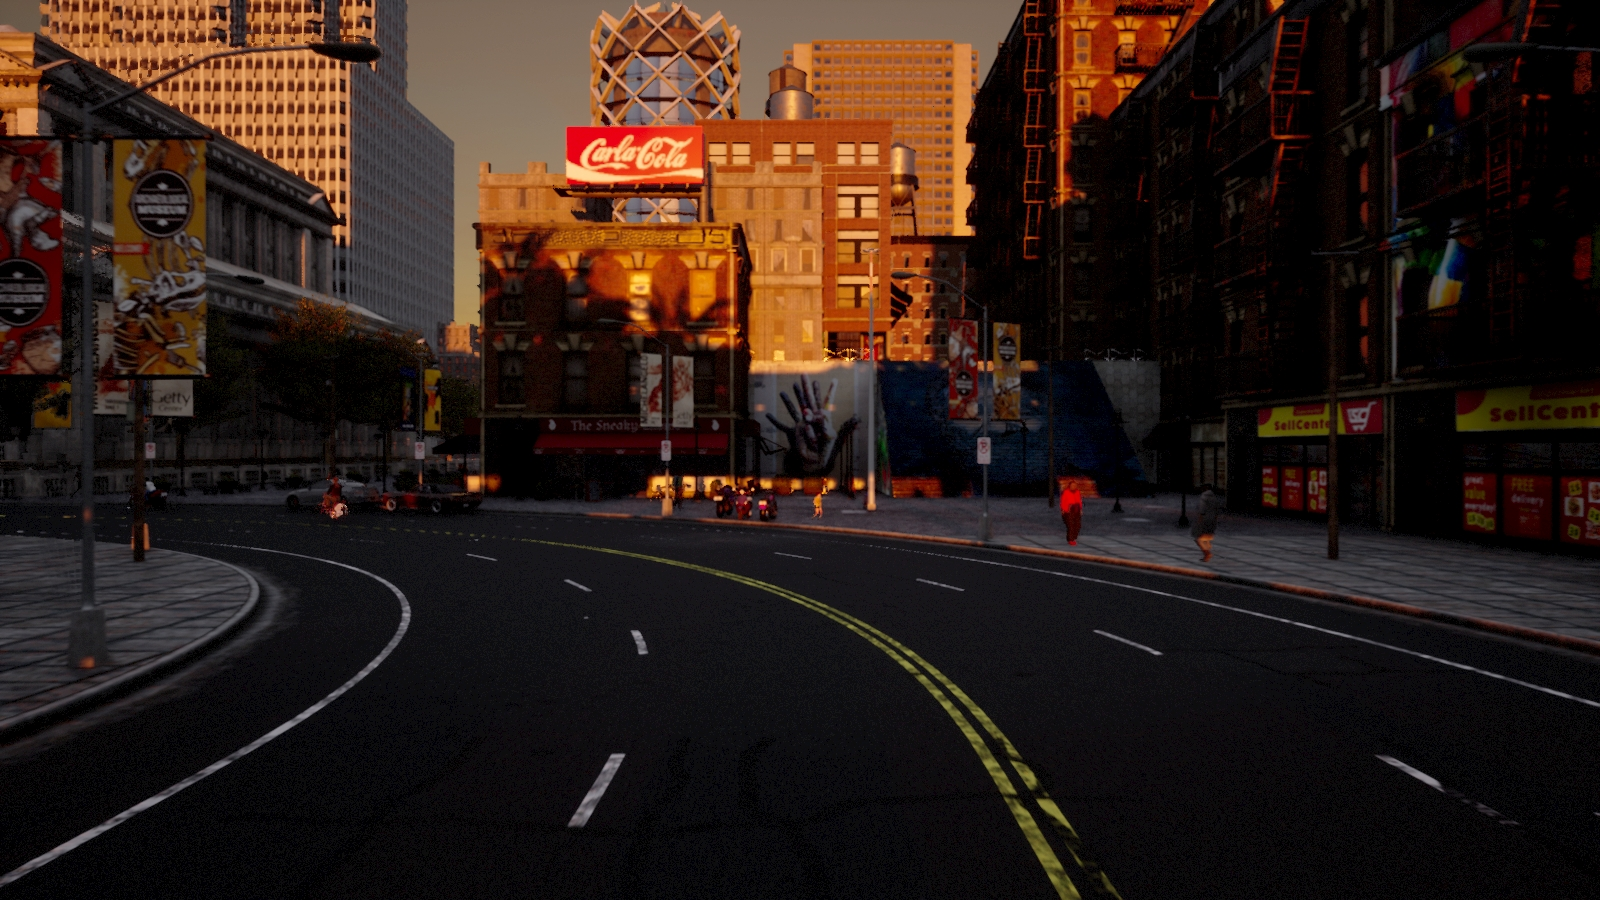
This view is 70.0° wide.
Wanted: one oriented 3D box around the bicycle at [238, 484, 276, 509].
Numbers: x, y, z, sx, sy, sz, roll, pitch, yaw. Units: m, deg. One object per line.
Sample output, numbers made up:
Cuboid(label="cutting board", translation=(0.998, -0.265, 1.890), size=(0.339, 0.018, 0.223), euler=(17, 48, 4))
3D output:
Cuboid(label="bicycle", translation=(-25.756, 2.207, 54.197), size=(1.643, 1.196, 0.373), euler=(0, 0, 3))

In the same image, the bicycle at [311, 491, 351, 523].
Cuboid(label="bicycle", translation=(-18.181, 2.211, 44.299), size=(1.835, 1.171, 0.329), euler=(0, 1, 29))

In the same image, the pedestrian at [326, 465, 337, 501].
Cuboid(label="pedestrian", translation=(-24.148, 1.698, 58.845), size=(0.375, 1.860, 0.375), euler=(0, 0, 12))

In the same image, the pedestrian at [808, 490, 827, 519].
Cuboid(label="pedestrian", translation=(0.664, 2.076, 43.639), size=(0.500, 1.100, 0.500), euler=(0, 0, -34))

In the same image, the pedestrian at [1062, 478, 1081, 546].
Cuboid(label="pedestrian", translation=(7.484, 1.696, 31.451), size=(0.375, 1.860, 0.375), euler=(0, 0, -15))

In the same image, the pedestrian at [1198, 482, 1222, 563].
Cuboid(label="pedestrian", translation=(9.617, 1.696, 26.815), size=(0.375, 1.860, 0.375), euler=(0, 0, -22))

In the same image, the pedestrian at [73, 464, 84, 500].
Cuboid(label="pedestrian", translation=(-38.220, 1.698, 60.505), size=(0.375, 1.860, 0.375), euler=(0, 0, -3))

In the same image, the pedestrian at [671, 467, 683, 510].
Cuboid(label="pedestrian", translation=(-5.438, 1.697, 50.511), size=(0.375, 1.860, 0.375), euler=(0, 0, -43))
